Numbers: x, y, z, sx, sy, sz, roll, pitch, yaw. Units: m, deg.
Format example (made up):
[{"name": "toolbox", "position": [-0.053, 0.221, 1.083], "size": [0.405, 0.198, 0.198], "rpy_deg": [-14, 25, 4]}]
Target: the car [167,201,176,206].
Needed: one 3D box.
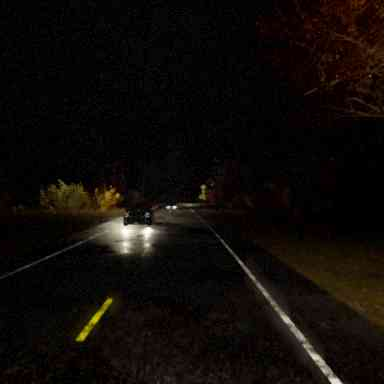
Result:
[{"name": "car", "position": [-5.009, 2.821, 80.261], "size": [1.895, 1.301, 4.718], "rpy_deg": [0, -1, -7]}]

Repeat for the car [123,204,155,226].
[{"name": "car", "position": [-4.162, 1.738, 26.595], "size": [2.097, 1.767, 4.553], "rpy_deg": [0, -1, -2]}]
